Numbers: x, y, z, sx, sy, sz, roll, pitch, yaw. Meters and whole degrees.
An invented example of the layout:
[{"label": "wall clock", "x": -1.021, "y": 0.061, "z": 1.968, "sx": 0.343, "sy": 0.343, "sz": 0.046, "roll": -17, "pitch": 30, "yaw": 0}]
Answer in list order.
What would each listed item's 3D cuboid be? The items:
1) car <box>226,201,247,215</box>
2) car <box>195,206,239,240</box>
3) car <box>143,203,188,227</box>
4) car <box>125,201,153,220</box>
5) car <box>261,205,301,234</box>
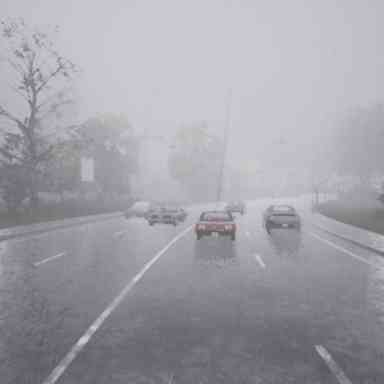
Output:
[{"label": "car", "x": 4.678, "y": 1.603, "z": 35.039, "sx": 2.033, "sy": 1.411, "sz": 5.357, "roll": 0, "pitch": 0, "yaw": 15}, {"label": "car", "x": 1.322, "y": 1.625, "z": 17.253, "sx": 1.895, "sy": 1.301, "sz": 4.718, "roll": 0, "pitch": 0, "yaw": 7}, {"label": "car", "x": -1.594, "y": 1.619, "z": 22.967, "sx": 1.895, "sy": 1.301, "sz": 4.718, "roll": 0, "pitch": 0, "yaw": 10}, {"label": "car", "x": -4.130, "y": 1.538, "z": 28.491, "sx": 1.812, "sy": 1.442, "sz": 4.674, "roll": 0, "pitch": 0, "yaw": 12}, {"label": "car", "x": 5.218, "y": 1.533, "z": 19.761, "sx": 2.128, "sy": 1.511, "sz": 4.902, "roll": 0, "pitch": 0, "yaw": 8}]
